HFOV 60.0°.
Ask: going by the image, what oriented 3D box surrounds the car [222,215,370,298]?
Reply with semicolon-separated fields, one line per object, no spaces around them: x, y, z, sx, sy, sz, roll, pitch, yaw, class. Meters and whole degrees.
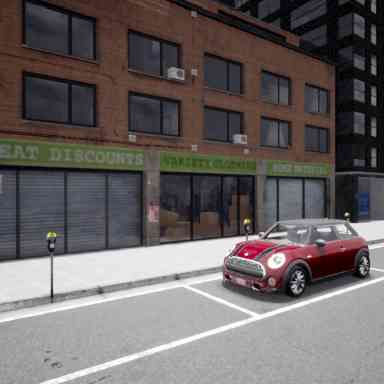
2.694;1.440;8.456;4.097;1.590;1.967;0;0;-35;car
